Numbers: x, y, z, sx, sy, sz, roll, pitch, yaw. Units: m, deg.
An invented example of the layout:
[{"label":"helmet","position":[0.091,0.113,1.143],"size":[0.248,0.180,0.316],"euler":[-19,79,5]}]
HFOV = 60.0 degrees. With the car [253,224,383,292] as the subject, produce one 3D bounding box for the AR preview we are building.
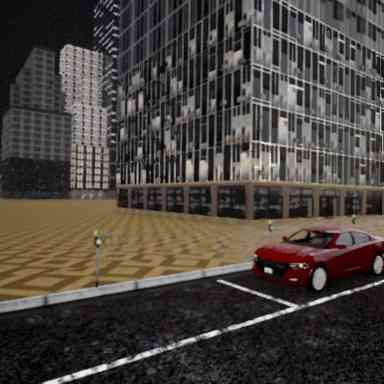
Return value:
[{"label":"car","position":[3.632,1.618,9.140],"size":[4.507,1.381,1.887],"euler":[1,0,-35]}]
